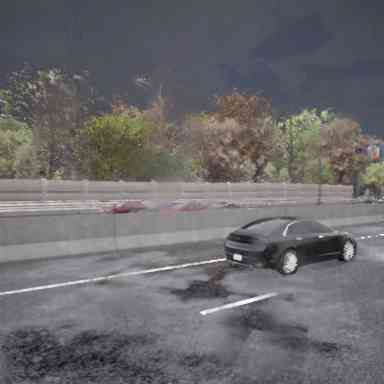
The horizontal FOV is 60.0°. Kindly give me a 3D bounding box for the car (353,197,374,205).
[{"bbox_3d":[28.113,1.527,54.105,4.892,1.490,1.837,0,0,-35],"label":"car"}]

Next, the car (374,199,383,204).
[{"bbox_3d":[30.973,1.502,51.848,5.008,1.535,1.882,0,0,-35],"label":"car"}]

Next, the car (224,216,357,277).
[{"bbox_3d":[3.200,1.504,10.335,4.892,1.490,1.837,0,0,-36],"label":"car"}]

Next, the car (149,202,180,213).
[{"bbox_3d":[-0.416,1.476,25.203,5.008,1.535,1.882,0,0,-36],"label":"car"}]

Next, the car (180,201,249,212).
[{"bbox_3d":[1.874,1.504,22.536,4.892,1.490,1.837,0,0,-36],"label":"car"}]

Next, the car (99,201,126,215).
[{"bbox_3d":[-5.920,1.523,29.866,4.674,1.442,1.812,0,0,-36],"label":"car"}]

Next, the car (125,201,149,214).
[{"bbox_3d":[-2.516,1.545,28.004,5.357,1.411,2.033,0,0,-36],"label":"car"}]
